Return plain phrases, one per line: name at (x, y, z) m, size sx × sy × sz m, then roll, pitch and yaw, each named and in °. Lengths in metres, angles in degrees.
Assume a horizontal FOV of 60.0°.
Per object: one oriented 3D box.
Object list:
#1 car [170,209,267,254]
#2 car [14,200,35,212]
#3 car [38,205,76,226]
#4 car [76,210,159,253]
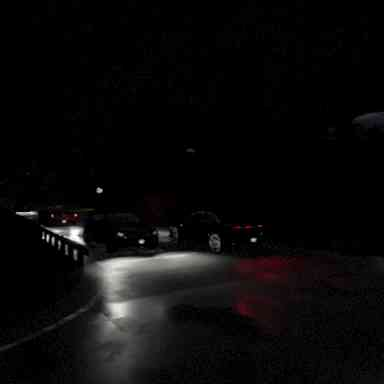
car at (0.845, 1.454, 13.489) m, size 2.128 × 1.511 × 4.902 m, roll 0°, pitch -1°, yaw -32°
car at (-20.417, 1.686, 40.446) m, size 1.994 × 1.385 × 4.181 m, roll 1°, pitch -1°, yaw -32°
car at (-9.469, 1.613, 23.430) m, size 1.895 × 1.301 × 4.718 m, roll 1°, pitch -1°, yaw -33°
car at (-3.068, 1.476, 13.639) m, size 1.812 × 1.442 × 4.674 m, roll 1°, pitch -1°, yaw -34°
